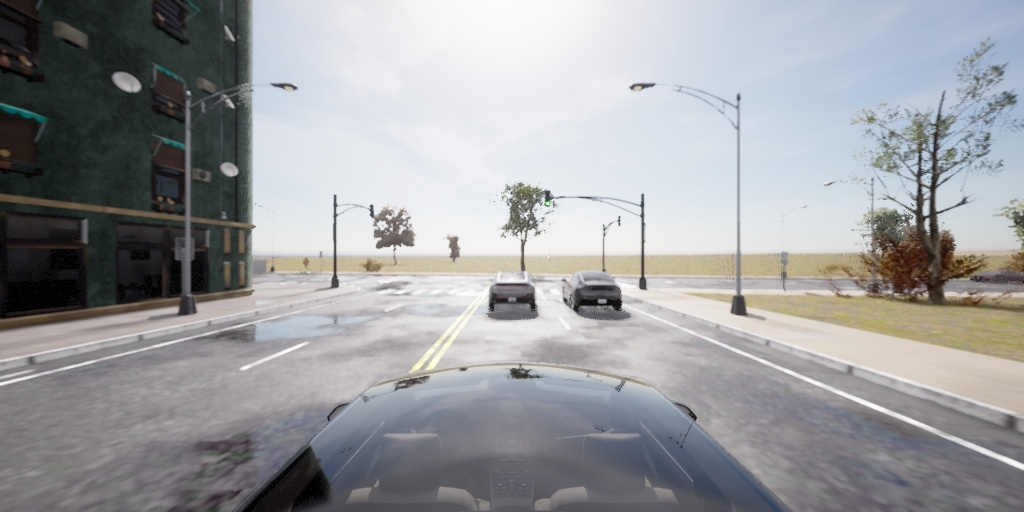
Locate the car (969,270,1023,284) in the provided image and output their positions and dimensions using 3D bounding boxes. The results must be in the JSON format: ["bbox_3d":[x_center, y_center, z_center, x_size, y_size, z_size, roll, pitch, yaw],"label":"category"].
[{"bbox_3d":[49.087,2.056,36.086,4.181,1.385,1.994,1,0,2],"label":"car"}]

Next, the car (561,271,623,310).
[{"bbox_3d":[3.280,1.390,15.340,1.837,1.490,4.892,0,0,1],"label":"car"}]

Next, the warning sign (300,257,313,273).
[{"bbox_3d":[-23.453,0.978,40.785,1.060,1.860,1.300,0,0,1],"label":"warning sign"}]

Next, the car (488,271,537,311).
[{"bbox_3d":[0.030,1.376,15.347,2.128,1.511,4.902,0,0,1],"label":"car"}]
